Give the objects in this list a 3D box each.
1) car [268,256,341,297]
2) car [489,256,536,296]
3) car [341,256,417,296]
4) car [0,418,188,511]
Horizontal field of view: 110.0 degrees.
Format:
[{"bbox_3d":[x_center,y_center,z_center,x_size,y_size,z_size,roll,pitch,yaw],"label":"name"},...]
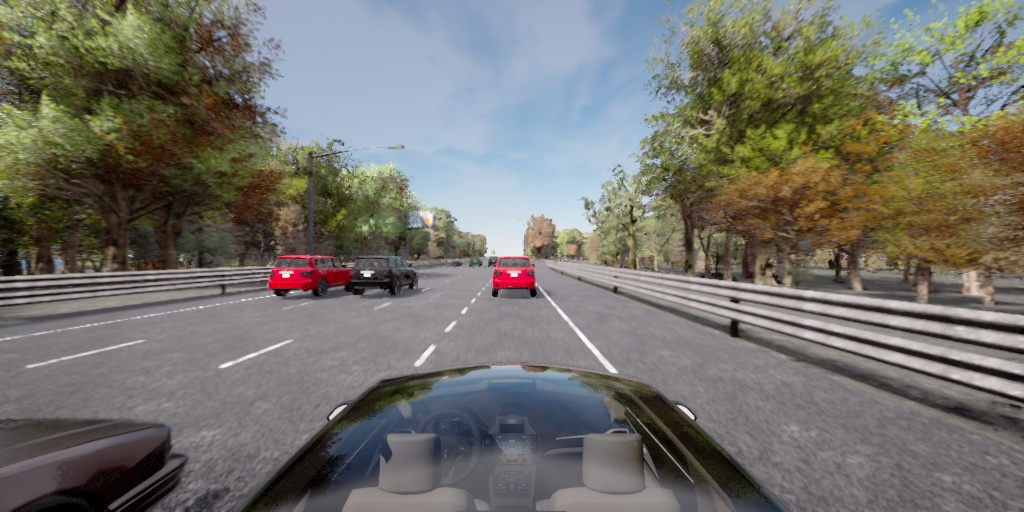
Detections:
[{"bbox_3d":[-10.396,1.002,19.178,2.150,2.045,5.566,0,0,0],"label":"car"},{"bbox_3d":[0.104,1.002,19.731,2.150,2.045,5.566,0,0,0],"label":"car"},{"bbox_3d":[-6.895,1.003,19.766,2.150,2.045,5.566,0,0,0],"label":"car"},{"bbox_3d":[-3.397,1.295,0.202,2.033,1.411,5.357,0,0,0],"label":"car"}]
